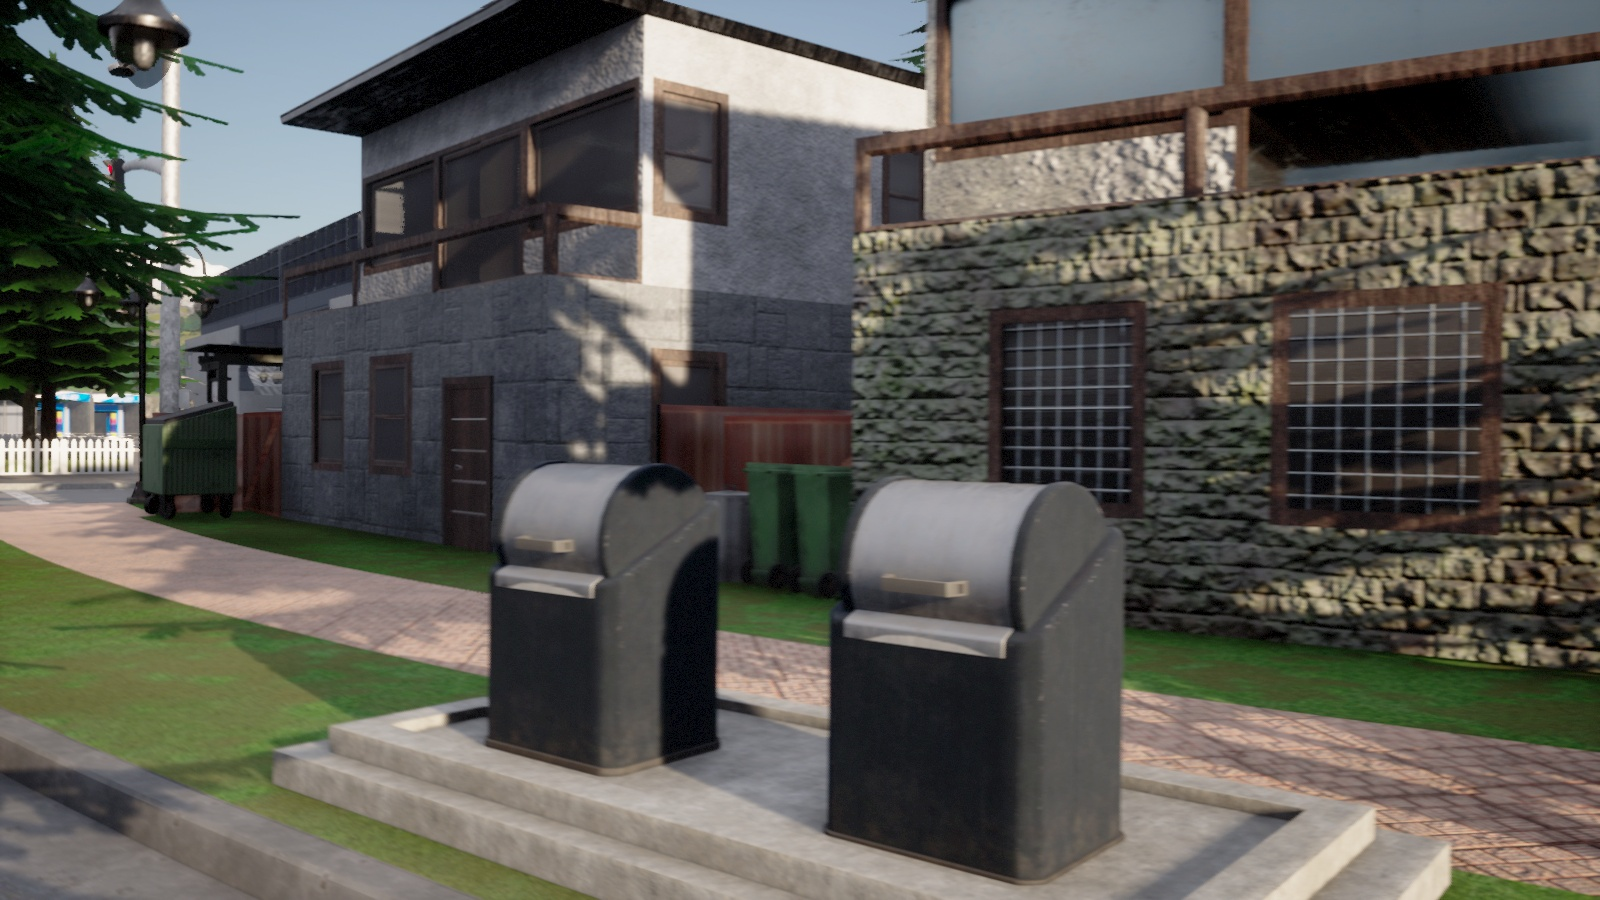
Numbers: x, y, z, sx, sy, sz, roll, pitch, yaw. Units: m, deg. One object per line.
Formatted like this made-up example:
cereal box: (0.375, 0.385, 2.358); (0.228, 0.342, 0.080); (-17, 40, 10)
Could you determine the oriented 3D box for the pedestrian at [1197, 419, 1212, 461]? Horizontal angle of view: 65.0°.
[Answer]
pedestrian: (17.750, -0.446, 55.129); (0.634, 1.846, 0.331); (-1, 1, -36)
